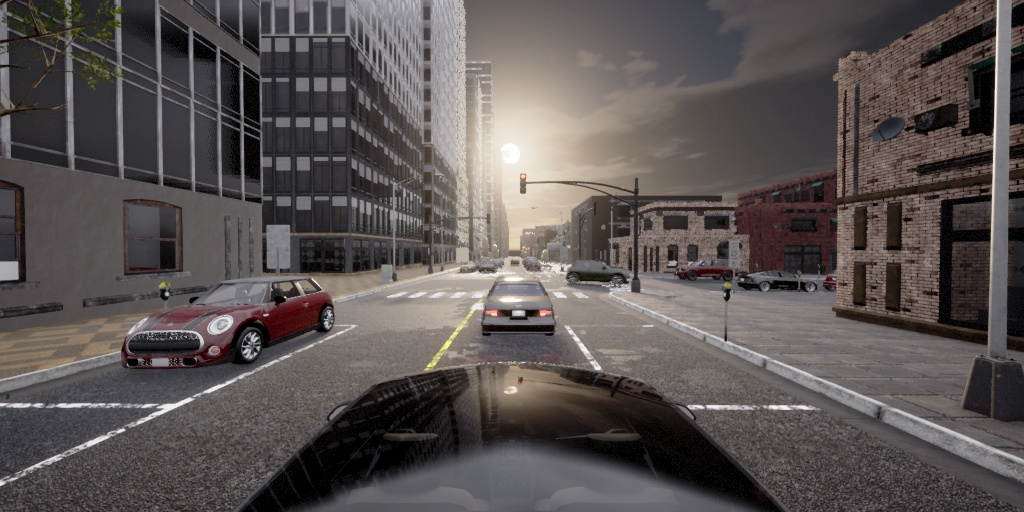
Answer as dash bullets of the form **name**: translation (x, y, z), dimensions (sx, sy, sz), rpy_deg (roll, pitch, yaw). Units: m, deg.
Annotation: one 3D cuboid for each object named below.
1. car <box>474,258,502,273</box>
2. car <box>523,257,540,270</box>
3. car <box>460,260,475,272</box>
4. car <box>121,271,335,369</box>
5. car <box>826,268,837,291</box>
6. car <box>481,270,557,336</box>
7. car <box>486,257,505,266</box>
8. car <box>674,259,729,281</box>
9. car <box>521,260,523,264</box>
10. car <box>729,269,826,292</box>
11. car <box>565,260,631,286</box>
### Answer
- **car**: translation (-2.801, 1.287, 43.339), dimensions (2.033, 1.411, 5.357), rpy_deg (0, 0, 4)
- **car**: translation (3.018, 1.178, 51.254), dimensions (1.967, 1.591, 4.097), rpy_deg (0, 0, 0)
- **car**: translation (-5.539, 1.265, 45.552), dimensions (1.751, 1.417, 4.829), rpy_deg (0, 0, 0)
- **car**: translation (-5.654, 1.188, 7.774), dimensions (1.967, 1.591, 4.097), rpy_deg (0, 0, 0)
- **car**: translation (22.095, 1.473, 22.393), dimensions (4.097, 1.591, 1.967), rpy_deg (0, 0, 1)
- **car**: translation (0.157, 1.295, 10.338), dimensions (2.033, 1.411, 5.357), rpy_deg (0, 0, 0)
- **car**: translation (-2.701, 1.228, 59.288), dimensions (2.128, 1.511, 4.902), rpy_deg (0, 0, 1)
- **car**: translation (16.710, 1.163, 30.879), dimensions (5.009, 1.841, 2.192), rpy_deg (0, 0, 1)
- **car**: translation (3.094, 1.051, 62.542), dimensions (2.192, 1.841, 5.009), rpy_deg (0, 0, 0)
- **car**: translation (16.548, 1.546, 22.501), dimensions (4.313, 1.339, 1.948), rpy_deg (0, 0, 1)
- **car**: translation (6.239, 1.143, 25.976), dimensions (4.553, 1.767, 2.097), rpy_deg (2, 0, 18)
